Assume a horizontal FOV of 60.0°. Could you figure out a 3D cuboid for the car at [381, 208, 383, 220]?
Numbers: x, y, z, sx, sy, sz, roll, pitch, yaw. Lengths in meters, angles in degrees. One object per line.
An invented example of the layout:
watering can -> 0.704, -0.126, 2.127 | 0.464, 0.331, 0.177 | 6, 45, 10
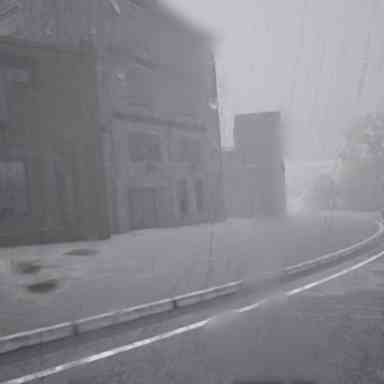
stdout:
car -> 19.754, 1.997, 32.248 | 1.837, 1.490, 4.892 | -3, -3, 18
